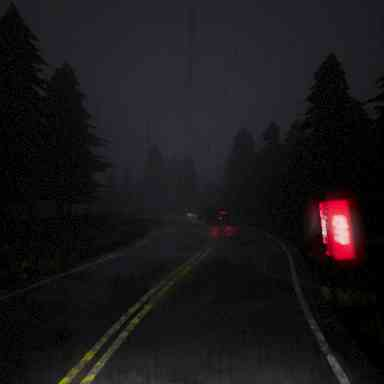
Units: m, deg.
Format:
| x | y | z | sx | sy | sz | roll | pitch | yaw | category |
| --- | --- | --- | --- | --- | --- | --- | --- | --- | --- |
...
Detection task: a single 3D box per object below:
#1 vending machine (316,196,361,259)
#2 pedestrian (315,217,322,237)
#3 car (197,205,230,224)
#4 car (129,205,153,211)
| x | y | z | sx | sy | sz | roll | pitch | yaw | category |
| --- | --- | --- | --- | --- | --- | --- | --- | --- | --- |
| 5.181 | 1.274 | 11.890 | 1.100 | 2.100 | 0.880 | -6 | -7 | 12 | vending machine |
| 5.225 | 1.345 | 13.155 | 0.375 | 1.860 | 0.375 | 5 | -5 | 11 | pedestrian |
| 1.700 | 1.796 | 27.676 | 2.128 | 1.511 | 4.902 | 2 | -1 | -12 | car |
| -6.878 | 2.475 | 43.433 | 1.812 | 1.442 | 4.674 | 6 | -8 | -42 | car |
